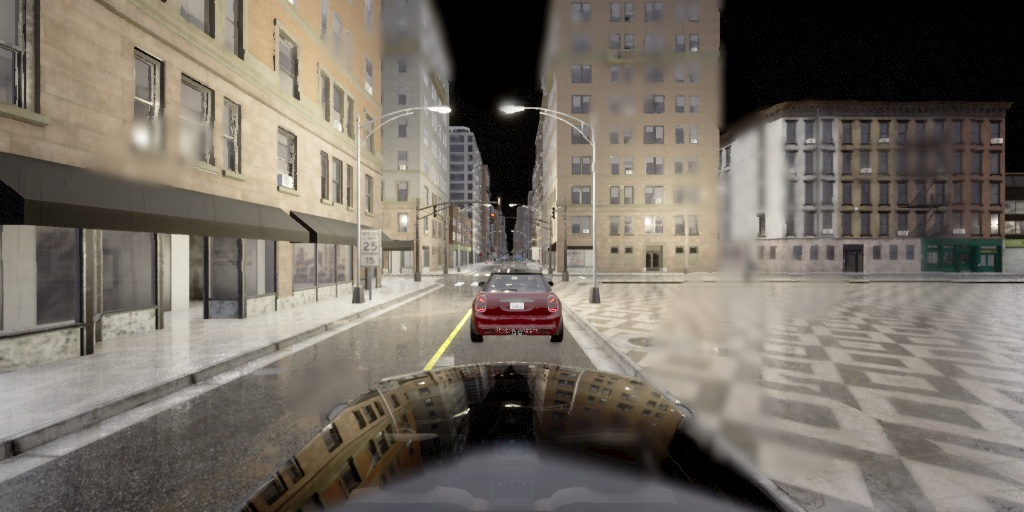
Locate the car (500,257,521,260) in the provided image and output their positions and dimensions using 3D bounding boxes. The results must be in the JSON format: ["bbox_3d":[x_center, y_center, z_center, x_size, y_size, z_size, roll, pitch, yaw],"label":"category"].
[{"bbox_3d":[0.073,1.101,19.701,2.097,1.767,4.553,0,0,-1],"label":"car"}]

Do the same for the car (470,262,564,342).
[{"bbox_3d":[0.112,1.102,9.885,2.097,1.767,4.553,0,0,0],"label":"car"}]
